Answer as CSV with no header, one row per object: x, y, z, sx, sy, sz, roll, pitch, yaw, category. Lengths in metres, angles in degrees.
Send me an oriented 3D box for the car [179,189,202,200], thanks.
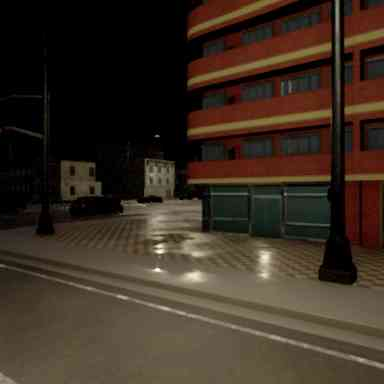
-0.209,0.500,63.728,2.150,2.045,5.566,0,1,37,car

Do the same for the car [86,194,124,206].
-12.374,1.132,47.479,2.128,1.511,4.902,0,1,37,car

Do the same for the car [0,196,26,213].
-18.999,1.357,32.674,1.882,1.535,5.008,0,1,37,car

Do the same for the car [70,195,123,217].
-8.284,1.180,29.180,2.097,1.767,4.553,0,1,37,car

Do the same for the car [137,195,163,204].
-6.293,1.108,49.796,1.994,1.385,4.181,0,1,37,car
